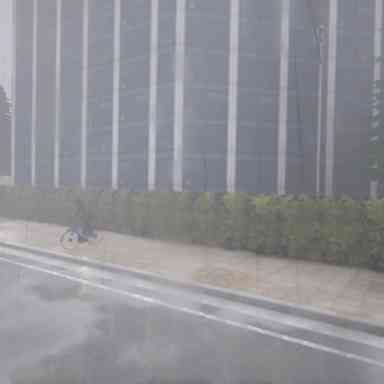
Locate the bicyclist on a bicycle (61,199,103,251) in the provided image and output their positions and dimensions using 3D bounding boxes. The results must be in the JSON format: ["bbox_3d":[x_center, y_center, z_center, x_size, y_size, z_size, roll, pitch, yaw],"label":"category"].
[{"bbox_3d":[-3.572,1.054,10.931,0.582,1.620,1.656,2,1,34],"label":"bicyclist on a bicycle"}]
